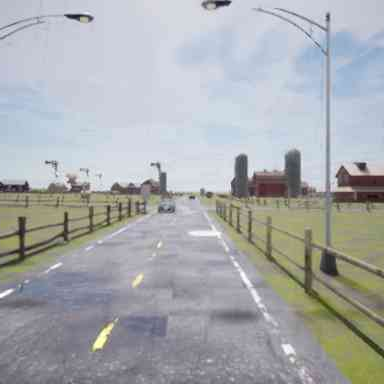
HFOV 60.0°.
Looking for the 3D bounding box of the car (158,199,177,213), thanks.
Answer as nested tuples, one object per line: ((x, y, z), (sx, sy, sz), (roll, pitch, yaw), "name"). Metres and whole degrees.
((-2.752, 1.505, 37.337), (2.128, 1.511, 4.902), (0, 0, 0), "car")

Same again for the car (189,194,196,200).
((0.020, 1.368, 92.318), (1.882, 1.535, 5.008), (0, 0, 0), "car")
